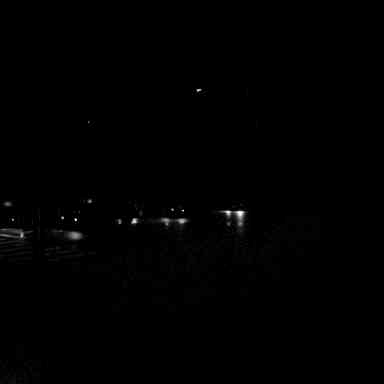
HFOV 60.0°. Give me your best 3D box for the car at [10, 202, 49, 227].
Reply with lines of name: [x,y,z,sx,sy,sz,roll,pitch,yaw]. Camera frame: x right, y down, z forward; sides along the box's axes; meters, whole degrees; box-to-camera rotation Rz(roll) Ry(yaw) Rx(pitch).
car: [-9.630,1.457,22.460,1.837,1.490,4.892,0,0,35]

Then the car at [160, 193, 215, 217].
car: [-0.047,1.117,30.347,2.150,2.045,5.566,0,0,35]

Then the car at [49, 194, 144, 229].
car: [-6.044,1.161,21.894,2.150,2.045,5.566,0,0,35]

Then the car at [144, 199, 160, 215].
car: [-4.169,1.390,30.157,1.882,1.535,5.008,0,0,35]

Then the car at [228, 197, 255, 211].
car: [6.012,1.356,38.875,1.837,1.490,4.892,0,0,36]
